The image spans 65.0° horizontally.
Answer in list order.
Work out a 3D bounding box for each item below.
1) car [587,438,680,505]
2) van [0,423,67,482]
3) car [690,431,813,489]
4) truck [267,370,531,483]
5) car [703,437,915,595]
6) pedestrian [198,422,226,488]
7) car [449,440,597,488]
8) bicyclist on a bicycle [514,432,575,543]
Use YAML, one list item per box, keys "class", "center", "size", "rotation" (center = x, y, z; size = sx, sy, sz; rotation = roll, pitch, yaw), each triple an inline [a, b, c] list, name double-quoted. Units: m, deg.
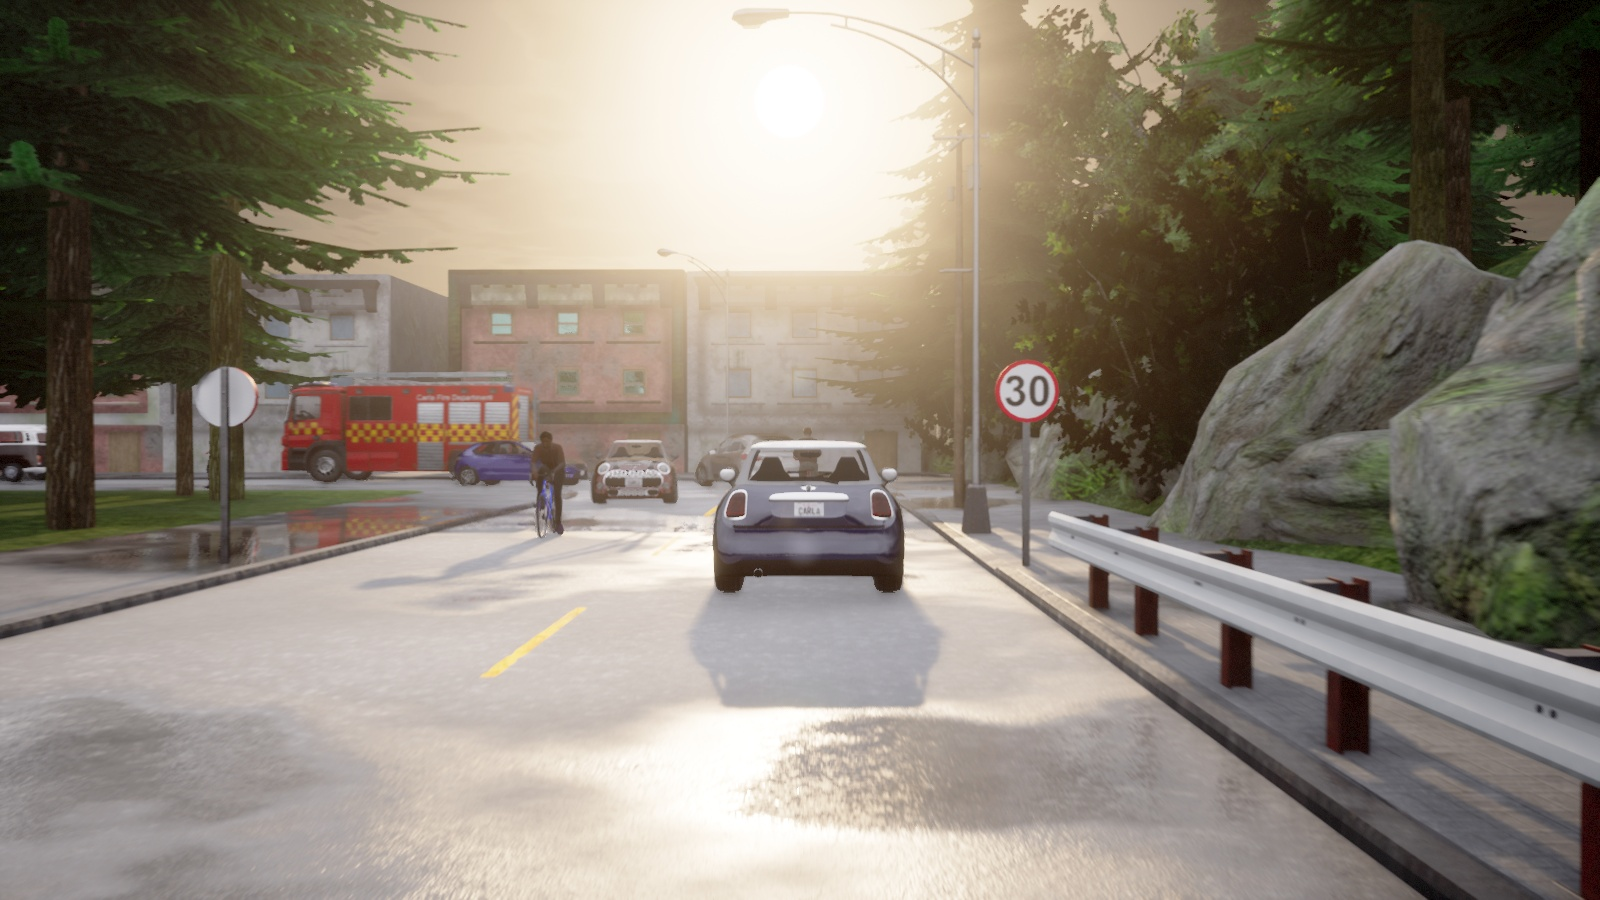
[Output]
- class: "car"
  center: [-3.875, 0.458, 29.825]
  size: [1.970, 1.475, 3.806]
  rotation: [0, 0, -4]
- class: "van"
  center: [-28.841, 0.074, 44.525]
  size: [4.480, 2.038, 2.069]
  rotation: [0, 0, 1]
- class: "car"
  center: [-1.563, 0.270, 38.334]
  size: [2.242, 1.667, 4.611]
  rotation: [0, 0, -23]
- class: "truck"
  center: [-14.083, -0.802, 44.450]
  size: [8.468, 3.827, 2.891]
  rotation: [0, 0, 5]
- class: "car"
  center: [0.091, 0.598, 13.571]
  size: [1.970, 1.475, 3.806]
  rotation: [0, 0, 0]
- class: "pedestrian"
  center: [-16.417, 0.149, 35.061]
  size: [0.594, 1.836, 0.345]
  rotation: [0, 0, 1]
- class: "car"
  center: [-8.731, 0.422, 39.597]
  size: [4.193, 1.474, 1.816]
  rotation: [0, 0, 15]
- class: "bicyclist on a bicycle"
  center: [-3.881, 0.535, 19.192]
  size: [0.582, 1.620, 1.656]
  rotation: [0, 1, 0]
